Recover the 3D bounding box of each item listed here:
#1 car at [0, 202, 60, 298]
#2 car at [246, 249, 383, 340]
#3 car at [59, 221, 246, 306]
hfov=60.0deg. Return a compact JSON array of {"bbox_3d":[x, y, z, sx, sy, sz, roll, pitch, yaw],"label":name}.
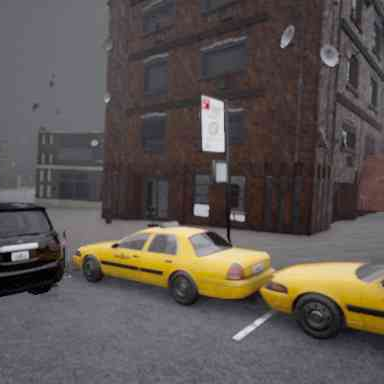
[{"bbox_3d":[-5.181,1.255,7.620,5.566,2.045,2.150,0,0,38],"label":"car"},{"bbox_3d":[3.701,1.478,4.868,5.366,1.575,1.946,0,0,36],"label":"car"},{"bbox_3d":[-0.759,1.500,8.126,5.366,1.575,1.946,0,0,36],"label":"car"}]
